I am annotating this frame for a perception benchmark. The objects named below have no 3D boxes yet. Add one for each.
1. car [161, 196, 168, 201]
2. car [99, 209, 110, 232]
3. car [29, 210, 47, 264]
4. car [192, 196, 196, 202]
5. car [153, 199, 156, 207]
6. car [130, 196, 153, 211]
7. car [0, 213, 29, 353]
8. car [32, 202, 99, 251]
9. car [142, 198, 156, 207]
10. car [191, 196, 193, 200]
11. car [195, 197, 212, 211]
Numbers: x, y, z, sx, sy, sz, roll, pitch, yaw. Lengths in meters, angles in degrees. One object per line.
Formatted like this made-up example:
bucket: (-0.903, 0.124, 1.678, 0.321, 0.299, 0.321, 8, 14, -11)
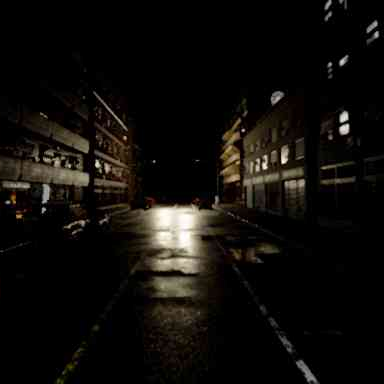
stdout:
car: (-7.849, 1.838, 93.597, 2.008, 1.369, 4.403, 0, 0, -1)
car: (-6.142, 1.666, 20.347, 1.802, 1.307, 4.206, 0, 0, -1)
car: (-5.879, 1.491, 9.077, 1.967, 1.590, 4.097, 0, 0, -1)
car: (1.449, 1.691, 54.347, 1.887, 1.381, 4.507, 0, 0, -1)
car: (-6.798, 1.605, 48.520, 1.967, 1.590, 4.097, 0, 0, -1)
car: (-6.667, 1.464, 42.886, 2.192, 1.841, 5.009, 0, 0, -1)
car: (-3.007, 1.239, 1.207, 2.150, 2.045, 5.566, 0, 0, -1)
car: (-6.010, 1.383, 14.713, 2.192, 1.841, 5.009, 0, 0, -1)
car: (-6.929, 1.725, 54.156, 1.887, 1.381, 4.507, 0, 0, -1)
car: (0.924, 1.759, 76.885, 2.008, 1.369, 4.403, 0, 0, -1)
car: (1.707, 1.641, 43.247, 1.752, 1.417, 4.829, 0, 0, -1)
